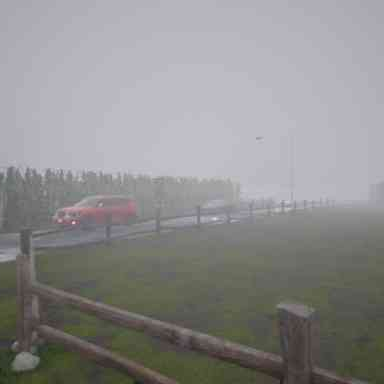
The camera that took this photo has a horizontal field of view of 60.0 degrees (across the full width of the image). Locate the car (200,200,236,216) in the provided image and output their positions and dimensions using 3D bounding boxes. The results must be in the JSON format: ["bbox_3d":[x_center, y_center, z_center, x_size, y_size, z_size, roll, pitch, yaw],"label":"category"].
[{"bbox_3d":[2.607,1.523,32.924,1.882,1.535,5.008,0,0,35],"label":"car"}]

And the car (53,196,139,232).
[{"bbox_3d":[-5.774,1.249,20.741,2.150,2.045,5.566,0,0,35],"label":"car"}]

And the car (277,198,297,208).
[{"bbox_3d":[14.204,1.585,49.618,1.812,1.442,4.674,0,0,35],"label":"car"}]
